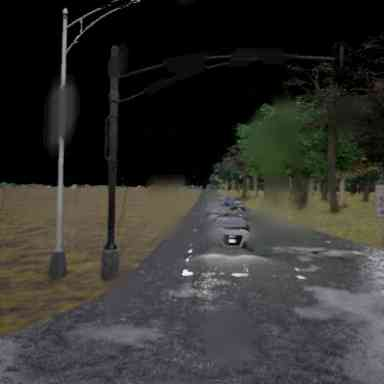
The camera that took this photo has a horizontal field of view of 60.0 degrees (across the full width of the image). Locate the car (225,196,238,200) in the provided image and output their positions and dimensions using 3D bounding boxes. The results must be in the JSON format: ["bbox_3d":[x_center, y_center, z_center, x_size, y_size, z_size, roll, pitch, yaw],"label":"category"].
[{"bbox_3d":[7.033,1.748,58.756,2.150,2.045,5.566,1,0,2],"label":"car"}]

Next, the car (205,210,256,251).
[{"bbox_3d":[1.686,1.769,15.127,1.994,1.385,4.181,1,-1,3],"label":"car"}]

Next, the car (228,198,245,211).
[{"bbox_3d":[6.635,2.003,48.326,1.837,1.490,4.892,1,0,2],"label":"car"}]

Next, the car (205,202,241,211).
[{"bbox_3d":[2.022,1.781,24.113,2.128,1.511,4.902,1,0,2],"label":"car"}]

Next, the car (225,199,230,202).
[{"bbox_3d":[2.406,1.846,34.125,2.128,1.511,4.902,1,0,2],"label":"car"}]
